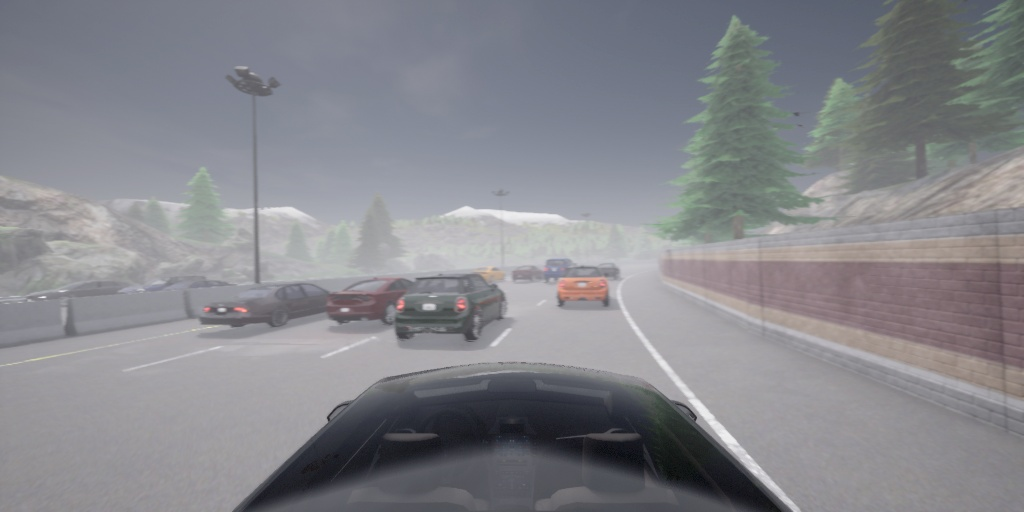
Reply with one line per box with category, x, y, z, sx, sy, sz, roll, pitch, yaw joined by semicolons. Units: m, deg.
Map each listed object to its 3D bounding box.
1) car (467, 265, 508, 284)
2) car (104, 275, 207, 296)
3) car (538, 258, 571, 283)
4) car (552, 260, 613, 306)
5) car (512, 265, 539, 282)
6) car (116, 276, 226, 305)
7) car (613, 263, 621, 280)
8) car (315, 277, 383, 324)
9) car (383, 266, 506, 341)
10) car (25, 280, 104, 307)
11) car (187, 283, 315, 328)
car;-2.168;1.719;33.782;1.882;1.535;5.008;-2;-1;20
car;-20.773;1.990;21.736;2.097;1.767;4.553;-2;-1;15
car;4.354;1.235;31.365;2.150;2.045;5.566;-2;-1;21
car;3.311;1.197;16.400;2.097;1.767;4.553;-2;-1;14
car;1.553;1.607;33.708;1.882;1.535;5.008;-2;-1;21
car;-17.670;2.069;19.960;2.033;1.411;5.357;-2;-1;14
car;8.996;1.381;33.524;1.882;1.535;5.008;-2;-1;22
car;-4.606;1.521;13.403;1.882;1.535;5.008;-2;-1;12
car;-1.581;1.269;10.744;2.097;1.767;4.553;-2;-1;11
car;-27.600;2.368;23.295;1.837;1.490;4.892;-2;-1;15
car;-8.241;1.698;13.301;2.033;1.411;5.357;-2;-1;12
